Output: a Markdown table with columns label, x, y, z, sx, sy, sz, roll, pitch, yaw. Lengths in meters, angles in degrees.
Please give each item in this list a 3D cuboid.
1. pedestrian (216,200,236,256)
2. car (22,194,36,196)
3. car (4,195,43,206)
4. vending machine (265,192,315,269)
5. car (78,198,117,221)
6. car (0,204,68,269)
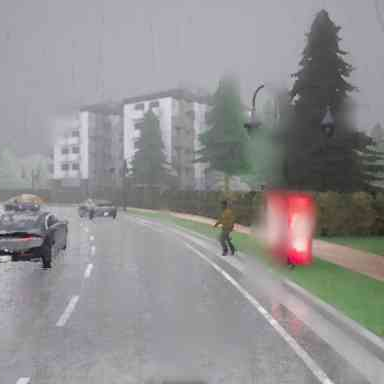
| label | x | y | z | sx | sy | sz | roll | pitch | yaw |
| --- | --- | --- | --- | --- | --- | --- | --- | --- | --- |
| pedestrian | 1.084 | 1.154 | 10.729 | 0.375 | 1.860 | 0.375 | 0 | 1 | -13 |
| car | -18.976 | 1.000 | 37.825 | 5.008 | 1.535 | 1.882 | 0 | 0 | 37 |
| car | -15.097 | 1.229 | 29.354 | 1.895 | 1.301 | 4.718 | -1 | 1 | -41 |
| vending machine | 2.827 | 1.068 | 9.659 | 1.100 | 2.100 | 0.880 | 0 | 1 | -12 |
| car | -6.867 | 1.186 | 23.878 | 2.128 | 1.511 | 4.902 | 0 | 1 | -30 |
| car | -5.058 | 1.359 | 10.345 | 2.128 | 1.511 | 4.902 | 0 | 1 | -14 |
